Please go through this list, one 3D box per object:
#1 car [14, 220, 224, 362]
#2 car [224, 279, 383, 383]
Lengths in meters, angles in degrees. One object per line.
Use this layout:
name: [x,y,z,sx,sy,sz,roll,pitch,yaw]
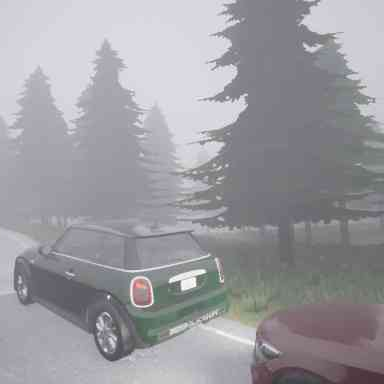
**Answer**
car: [-1.578,1.308,6.213,4.553,1.767,2.097,1,1,44]
car: [2.753,1.531,2.594,4.674,1.442,1.812,1,0,36]
